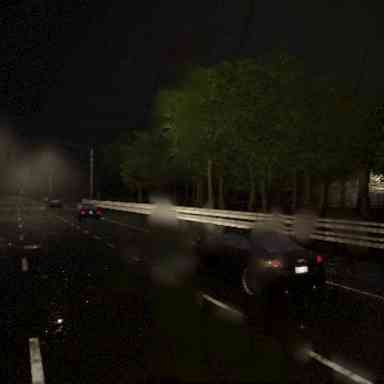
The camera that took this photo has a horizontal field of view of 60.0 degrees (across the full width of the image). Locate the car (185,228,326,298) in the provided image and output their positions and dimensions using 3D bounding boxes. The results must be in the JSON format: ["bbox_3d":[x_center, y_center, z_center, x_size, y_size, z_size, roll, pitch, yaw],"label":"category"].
[{"bbox_3d":[1.455,1.679,9.024,1.994,1.385,4.181,1,-1,-28],"label":"car"}]

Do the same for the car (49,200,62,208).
[{"bbox_3d":[-22.894,1.999,55.747,1.994,1.385,4.181,1,-1,-24],"label":"car"}]

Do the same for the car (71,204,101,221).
[{"bbox_3d":[-9.656,1.804,30.140,2.033,1.411,5.357,1,-1,-28],"label":"car"}]
